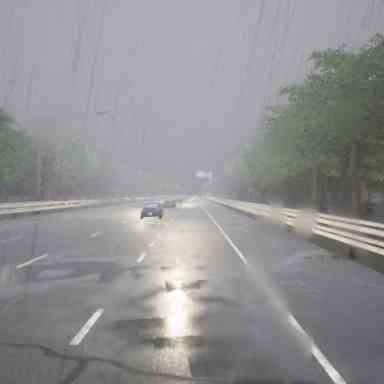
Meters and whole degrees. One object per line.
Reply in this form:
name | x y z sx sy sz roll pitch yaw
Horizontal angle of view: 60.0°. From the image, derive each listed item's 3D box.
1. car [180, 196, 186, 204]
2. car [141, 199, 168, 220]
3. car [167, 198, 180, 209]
car | -3.157 2.006 77.666 2.033 1.411 5.357 0 0 0
car | -3.445 1.652 29.792 1.812 1.442 4.674 0 0 0
car | -3.352 1.757 50.464 2.128 1.511 4.902 0 0 0
